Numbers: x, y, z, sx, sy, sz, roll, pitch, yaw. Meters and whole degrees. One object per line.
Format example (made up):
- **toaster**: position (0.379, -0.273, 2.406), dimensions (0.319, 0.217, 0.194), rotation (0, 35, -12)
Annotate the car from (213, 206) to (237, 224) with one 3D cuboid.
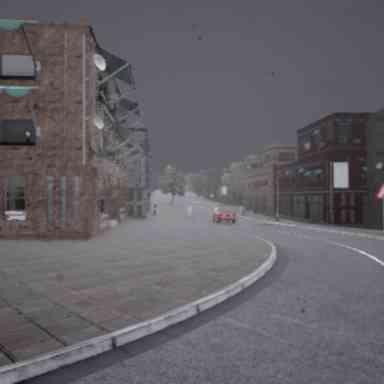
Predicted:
- **car**: position (3.901, 2.746, 40.712), dimensions (2.150, 2.045, 5.566), rotation (0, -2, -5)
